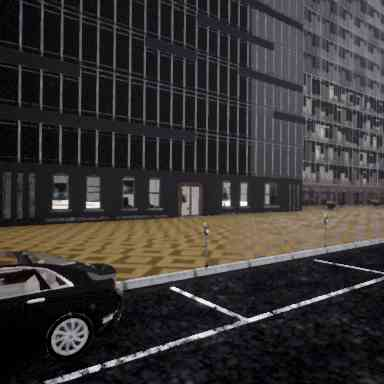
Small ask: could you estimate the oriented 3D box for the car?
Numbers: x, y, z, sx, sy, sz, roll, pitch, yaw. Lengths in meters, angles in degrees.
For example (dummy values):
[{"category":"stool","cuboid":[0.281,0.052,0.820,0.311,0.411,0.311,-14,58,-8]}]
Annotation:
[{"category":"car","cuboid":[-3.096,1.548,4.339,4.403,1.369,2.008,0,1,-35]}]
